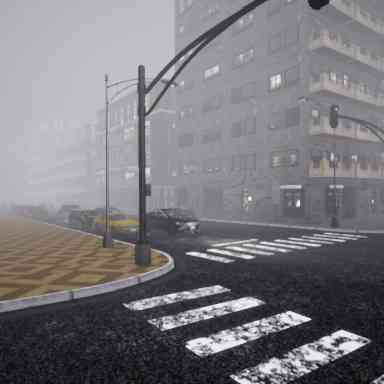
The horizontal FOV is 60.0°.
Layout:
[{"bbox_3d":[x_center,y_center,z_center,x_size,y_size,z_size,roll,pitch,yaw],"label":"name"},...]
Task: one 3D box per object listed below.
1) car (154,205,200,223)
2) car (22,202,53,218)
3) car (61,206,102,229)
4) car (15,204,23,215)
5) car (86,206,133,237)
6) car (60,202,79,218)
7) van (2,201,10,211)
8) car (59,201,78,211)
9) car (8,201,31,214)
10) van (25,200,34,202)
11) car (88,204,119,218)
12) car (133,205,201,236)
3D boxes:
[{"bbox_3d":[-1.443,1.915,30.447,2.008,1.369,4.403,-2,0,-36],"label":"car"},{"bbox_3d":[-18.237,2.262,39.153,1.887,1.381,4.507,-2,0,-36],"label":"car"},{"bbox_3d":[-8.194,2.002,25.484,1.947,1.339,4.313,-2,0,-36],"label":"car"},{"bbox_3d":[-21.584,2.392,43.709,1.802,1.307,4.206,-2,0,-36],"label":"car"},{"bbox_3d":[-4.747,1.865,20.792,1.752,1.417,4.829,-2,0,-36],"label":"car"},{"bbox_3d":[-13.230,2.118,36.751,1.837,1.490,4.892,-1,-1,-36],"label":"car"},{"bbox_3d":[-31.634,2.433,57.378,1.690,1.788,3.998,-2,0,-36],"label":"van"},{"bbox_3d":[-21.532,2.367,57.785,1.967,1.590,4.097,-2,0,-36],"label":"car"},{"bbox_3d":[-24.933,2.449,48.265,1.887,1.381,4.507,-2,0,-36],"label":"car"},{"bbox_3d":[-41.621,2.832,85.123,1.690,1.788,3.998,-2,0,-36],"label":"van"},{"bbox_3d":[-10.138,2.135,37.931,1.994,1.385,4.181,-1,-1,-36],"label":"car"},{"bbox_3d":[-1.416,1.775,20.649,2.128,1.511,4.902,-1,-1,-36],"label":"car"}]
